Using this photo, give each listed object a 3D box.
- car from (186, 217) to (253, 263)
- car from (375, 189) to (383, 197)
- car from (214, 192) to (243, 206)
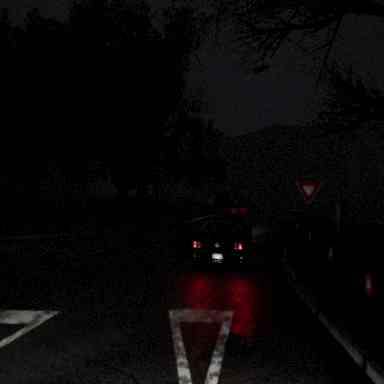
[{"bbox_3d":[1.193,1.523,11.785,1.895,1.301,4.718,0,1,12],"label":"car"},{"bbox_3d":[31.512,-0.068,52.919,2.185,1.767,4.553,-1,2,-19],"label":"car"},{"bbox_3d":[3.910,0.697,36.543,2.128,1.511,4.902,0,2,-15],"label":"car"}]
